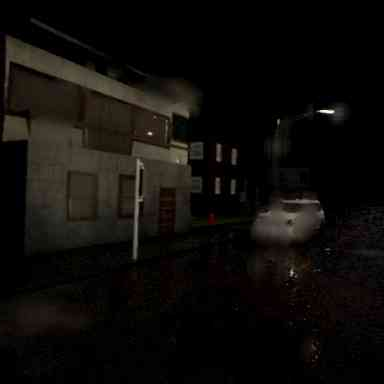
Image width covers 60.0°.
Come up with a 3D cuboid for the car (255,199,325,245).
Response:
[{"bbox_3d":[5.223,1.407,17.083,2.150,2.045,5.566,2,0,34],"label":"car"}]
